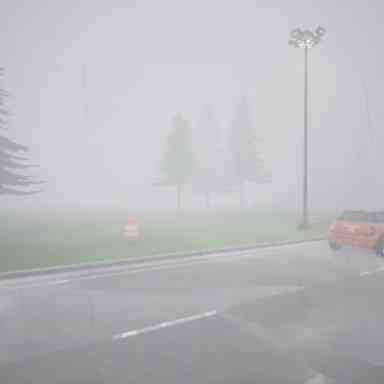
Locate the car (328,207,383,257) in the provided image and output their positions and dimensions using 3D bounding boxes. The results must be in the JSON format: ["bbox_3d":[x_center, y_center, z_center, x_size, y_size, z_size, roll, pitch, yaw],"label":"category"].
[{"bbox_3d":[7.752,1.483,13.825,4.553,1.767,2.097,1,-1,-35],"label":"car"}]
